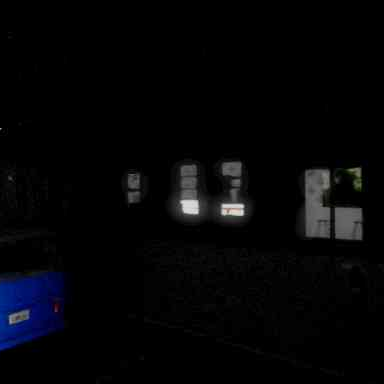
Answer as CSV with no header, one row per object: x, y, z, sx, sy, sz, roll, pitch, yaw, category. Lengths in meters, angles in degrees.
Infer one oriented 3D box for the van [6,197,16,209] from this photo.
-26.705,1.563,46.820,1.690,1.788,3.998,0,1,35,van

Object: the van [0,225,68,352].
-3.759,1.411,5.402,3.998,1.788,1.690,-1,0,36,van
